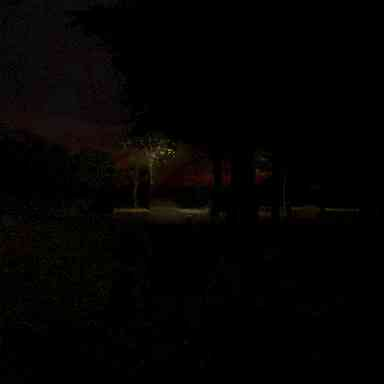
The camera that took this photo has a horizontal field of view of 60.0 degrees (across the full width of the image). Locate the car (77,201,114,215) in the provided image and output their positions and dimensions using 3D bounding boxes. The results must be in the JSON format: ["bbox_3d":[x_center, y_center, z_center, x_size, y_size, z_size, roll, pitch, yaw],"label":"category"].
[{"bbox_3d":[-13.969,2.333,48.549,2.150,2.045,5.566,1,0,36],"label":"car"}]

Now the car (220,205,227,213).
[{"bbox_3d":[6.168,3.326,65.163,1.882,1.535,5.008,2,-1,32],"label":"car"}]
